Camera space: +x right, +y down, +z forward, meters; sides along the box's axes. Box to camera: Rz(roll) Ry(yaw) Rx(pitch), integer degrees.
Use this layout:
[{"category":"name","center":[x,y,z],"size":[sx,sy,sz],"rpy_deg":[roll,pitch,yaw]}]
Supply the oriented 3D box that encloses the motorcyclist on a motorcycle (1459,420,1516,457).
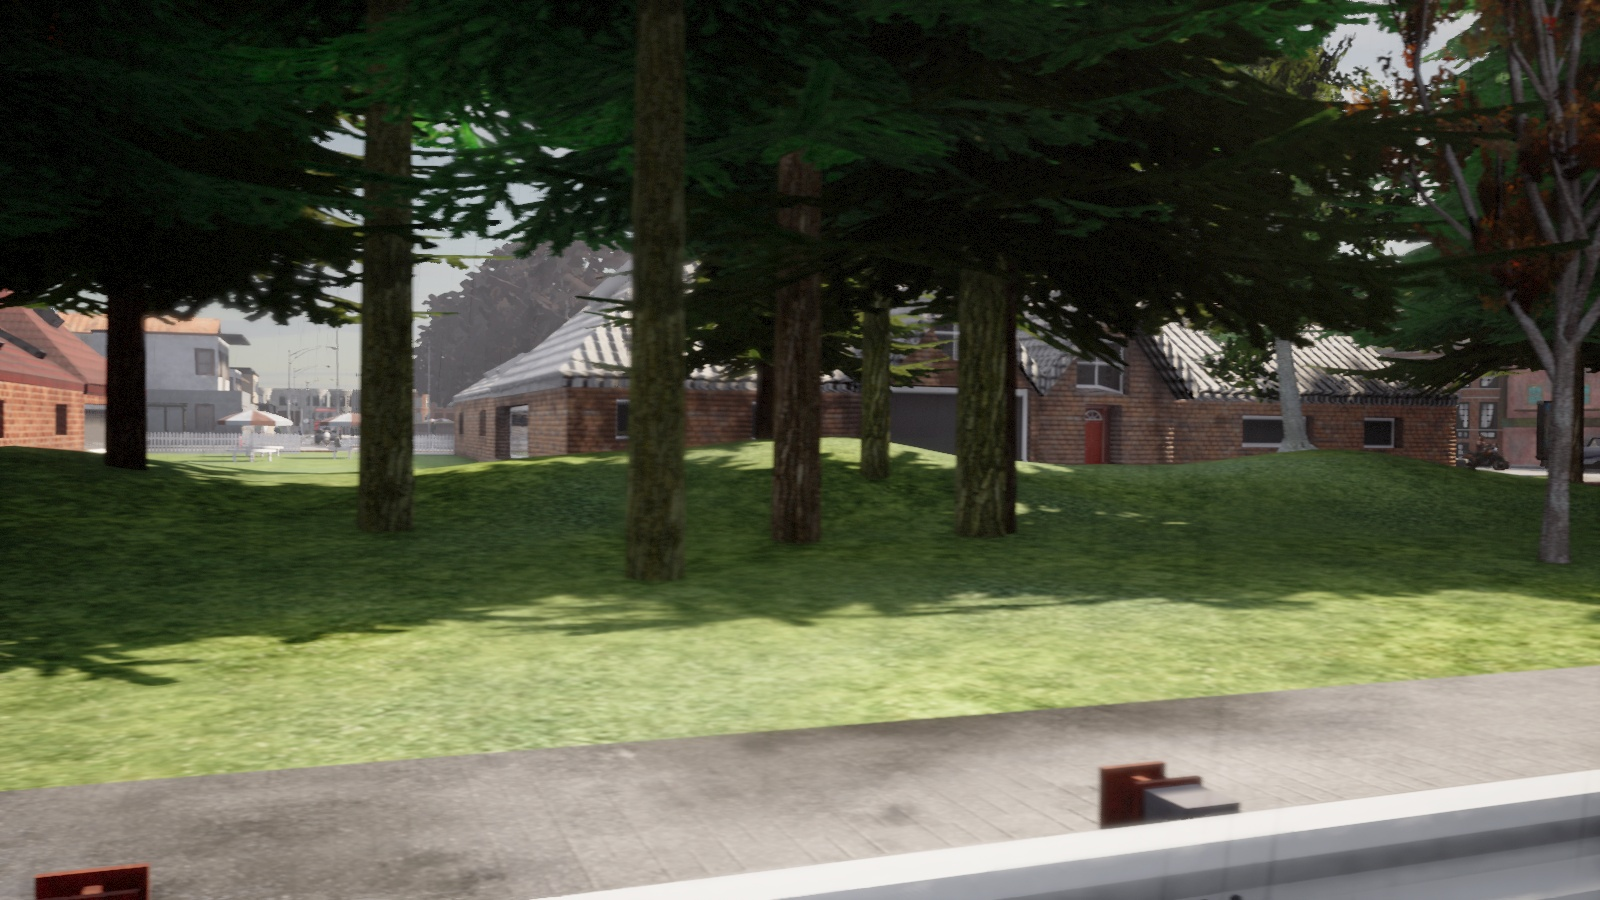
[{"category":"motorcyclist on a motorcycle","center":[31.188,-0.515,56.996],"size":[0.766,1.649,2.350],"rpy_deg":[-1,1,-20]}]

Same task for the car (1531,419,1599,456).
[{"category":"car","center":[35.711,-0.574,56.319],"size":[2.033,1.649,4.856],"rpy_deg":[-1,1,-20]}]
